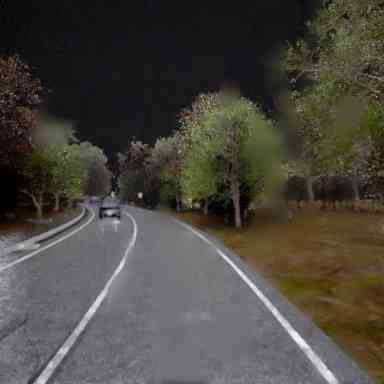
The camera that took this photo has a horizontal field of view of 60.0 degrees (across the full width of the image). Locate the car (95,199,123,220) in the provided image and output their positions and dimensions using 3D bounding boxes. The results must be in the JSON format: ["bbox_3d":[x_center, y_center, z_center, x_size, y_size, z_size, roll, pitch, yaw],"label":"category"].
[{"bbox_3d":[-7.338,1.605,29.895,2.128,1.511,4.902,1,0,-14],"label":"car"}]

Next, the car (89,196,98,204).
[{"bbox_3d":[-20.480,1.661,69.693,1.812,1.442,4.674,2,-1,-20],"label":"car"}]
